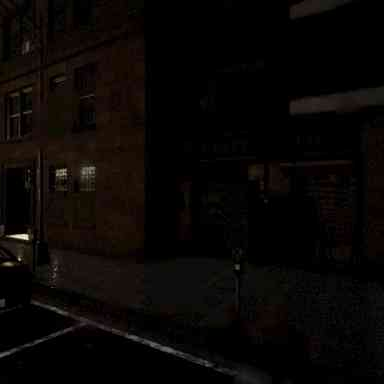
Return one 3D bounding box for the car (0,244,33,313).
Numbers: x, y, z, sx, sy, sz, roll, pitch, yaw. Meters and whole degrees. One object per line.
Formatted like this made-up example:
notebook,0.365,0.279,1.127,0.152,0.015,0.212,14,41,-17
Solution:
car,-4.861,1.551,6.538,4.403,1.369,2.008,0,0,35
